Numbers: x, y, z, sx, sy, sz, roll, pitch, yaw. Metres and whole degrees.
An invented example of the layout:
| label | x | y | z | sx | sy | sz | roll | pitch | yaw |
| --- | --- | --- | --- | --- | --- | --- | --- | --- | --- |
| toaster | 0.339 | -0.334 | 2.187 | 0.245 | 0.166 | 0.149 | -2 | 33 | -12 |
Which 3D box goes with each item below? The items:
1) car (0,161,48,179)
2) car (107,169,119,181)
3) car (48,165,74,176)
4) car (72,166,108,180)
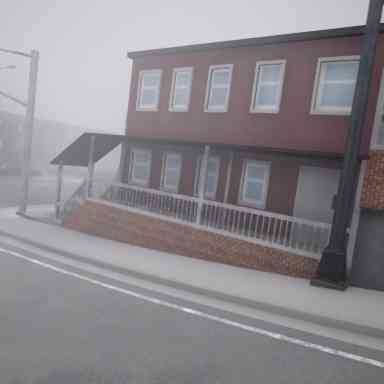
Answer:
| label | x | y | z | sx | sy | sz | roll | pitch | yaw |
| --- | --- | --- | --- | --- | --- | --- | --- | --- | --- |
| car | -17.485 | -2.151 | 32.495 | 2.033 | 1.411 | 5.357 | 11 | 6 | 37 |
| car | -6.032 | -1.369 | 36.111 | 2.150 | 2.045 | 5.566 | 11 | 6 | 36 |
| car | -15.528 | -2.725 | 41.121 | 1.837 | 1.490 | 4.892 | 11 | 7 | 35 |
| car | -11.406 | -2.145 | 40.939 | 2.033 | 1.411 | 5.357 | 11 | 6 | 36 |
